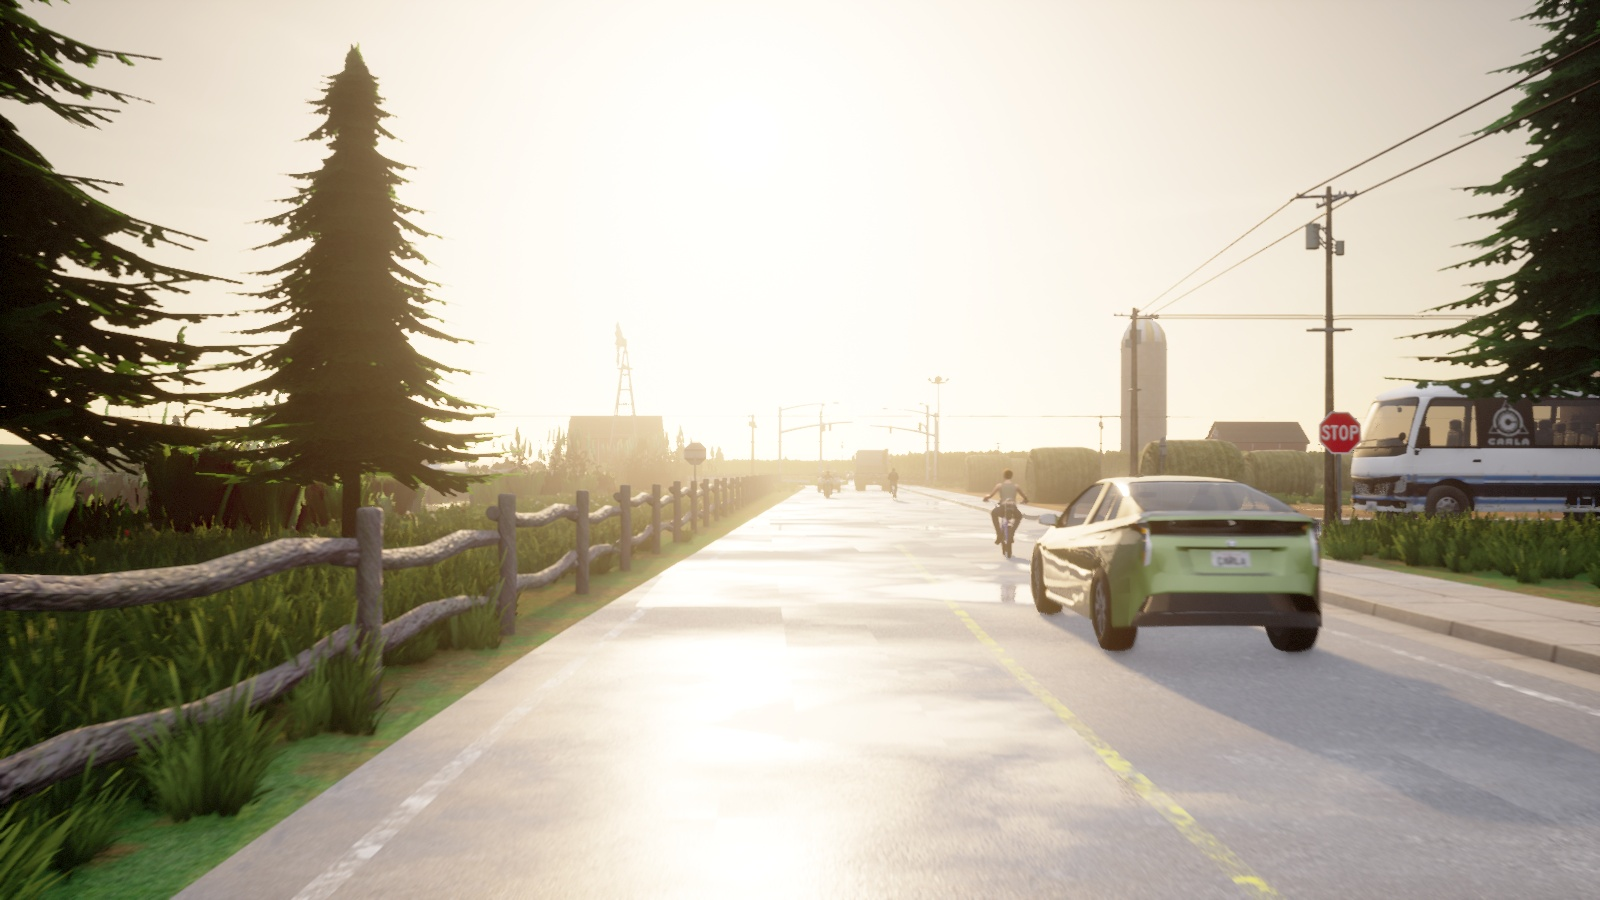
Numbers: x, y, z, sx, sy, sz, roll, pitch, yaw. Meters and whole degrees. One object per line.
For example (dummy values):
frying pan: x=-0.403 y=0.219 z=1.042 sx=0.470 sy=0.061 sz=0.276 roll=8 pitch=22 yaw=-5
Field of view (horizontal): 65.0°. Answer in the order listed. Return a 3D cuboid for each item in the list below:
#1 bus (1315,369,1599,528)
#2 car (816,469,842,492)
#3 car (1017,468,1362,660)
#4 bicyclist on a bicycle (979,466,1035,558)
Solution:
bus: x=20.696 y=-0.018 z=35.906 sx=10.273 sy=4.253 sz=3.944 roll=0 pitch=-1 yaw=-1
car: x=2.158 y=2.239 z=92.196 sx=1.851 sy=1.617 sz=3.988 roll=0 pitch=-1 yaw=2
car: x=3.505 y=0.946 z=12.303 sx=2.007 sy=1.525 sz=4.514 roll=0 pitch=-1 yaw=1
bicyclist on a bicycle: x=3.779 y=1.113 z=23.009 sx=0.866 sy=1.612 sz=1.509 roll=0 pitch=-1 yaw=3
